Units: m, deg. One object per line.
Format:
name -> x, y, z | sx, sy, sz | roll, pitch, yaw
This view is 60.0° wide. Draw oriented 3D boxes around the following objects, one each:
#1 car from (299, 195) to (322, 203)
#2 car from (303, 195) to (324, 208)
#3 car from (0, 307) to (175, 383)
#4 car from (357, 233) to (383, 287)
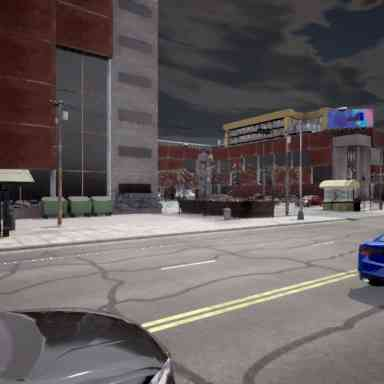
car -> 23.565, 1.420, 66.224 | 4.674, 1.452, 2.002 | 0, 0, -36
car -> 16.677, 1.254, 47.155 | 4.553, 1.767, 2.185 | 0, 0, -36
car -> -2.363, 1.491, 2.061 | 4.902, 1.511, 2.128 | 0, 0, -36
car -> 6.057, 1.478, 8.134 | 5.008, 1.535, 1.882 | 0, 0, -35
